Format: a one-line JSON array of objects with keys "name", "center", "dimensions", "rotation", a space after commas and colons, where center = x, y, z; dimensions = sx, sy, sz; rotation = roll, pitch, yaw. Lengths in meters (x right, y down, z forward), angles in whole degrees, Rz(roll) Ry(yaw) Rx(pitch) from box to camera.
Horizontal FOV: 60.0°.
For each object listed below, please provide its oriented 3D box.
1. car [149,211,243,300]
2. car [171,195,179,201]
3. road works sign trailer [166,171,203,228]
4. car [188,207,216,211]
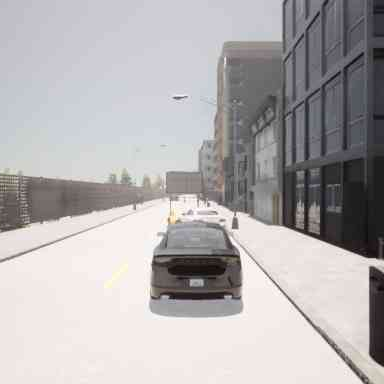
[{"name": "car", "center": [0.086, 1.478, 8.448], "dimensions": [1.882, 1.535, 5.008], "rotation": [0, 0, 0]}, {"name": "car", "center": [-4.121, 1.505, 78.481], "dimensions": [1.837, 1.490, 4.892], "rotation": [0, 0, 0]}, {"name": "road works sign trailer", "center": [-0.517, 0.465, 21.273], "dimensions": [2.380, 3.560, 2.880], "rotation": [0, 0, -16]}, {"name": "car", "center": [0.511, 1.539, 17.795], "dimensions": [1.812, 1.442, 4.674], "rotation": [0, -1, -10]}]
